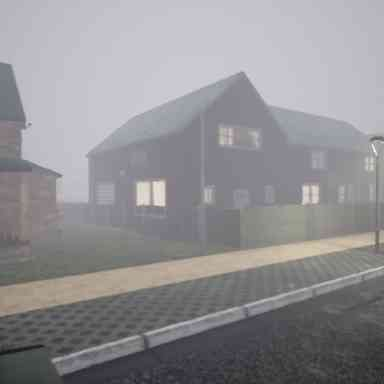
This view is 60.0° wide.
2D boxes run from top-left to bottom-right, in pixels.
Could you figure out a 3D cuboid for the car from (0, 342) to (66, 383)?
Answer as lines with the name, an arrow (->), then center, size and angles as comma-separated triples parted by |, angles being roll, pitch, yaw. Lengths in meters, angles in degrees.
car -> -2.775, 1.613, 1.086 | 4.718, 1.301, 1.895 | 0, 0, -35
